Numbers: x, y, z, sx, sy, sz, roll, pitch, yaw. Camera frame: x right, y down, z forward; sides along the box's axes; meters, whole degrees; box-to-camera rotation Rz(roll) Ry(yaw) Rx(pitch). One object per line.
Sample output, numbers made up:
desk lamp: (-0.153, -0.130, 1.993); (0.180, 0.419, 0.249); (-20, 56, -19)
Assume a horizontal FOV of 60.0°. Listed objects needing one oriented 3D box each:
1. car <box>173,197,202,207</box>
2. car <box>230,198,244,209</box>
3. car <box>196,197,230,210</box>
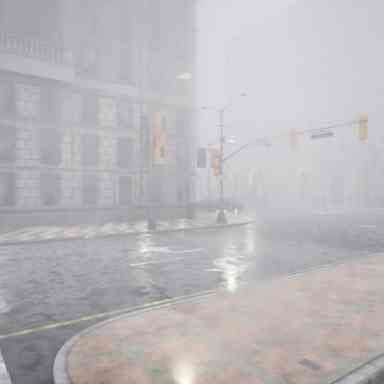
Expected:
car: (-0.798, 1.547, 52.624); (2.033, 1.411, 5.357); (0, 0, -35)
car: (4.887, 1.505, 44.678); (1.837, 1.490, 4.892); (0, 0, -36)
car: (2.326, 1.564, 42.245); (1.994, 1.385, 4.181); (0, 0, -36)
